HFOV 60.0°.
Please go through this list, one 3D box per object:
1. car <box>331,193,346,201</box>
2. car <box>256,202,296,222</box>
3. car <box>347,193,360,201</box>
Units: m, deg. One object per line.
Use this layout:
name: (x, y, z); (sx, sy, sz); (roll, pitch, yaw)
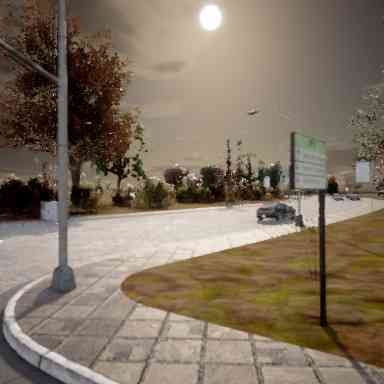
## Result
car: (34.458, 1.356, 78.365); (1.895, 1.301, 4.718); (0, 0, 21)
car: (7.013, 1.599, 27.481); (1.837, 1.490, 4.892); (-1, -1, 38)
car: (37.939, 1.254, 77.662); (1.812, 1.442, 4.674); (0, 0, 21)
